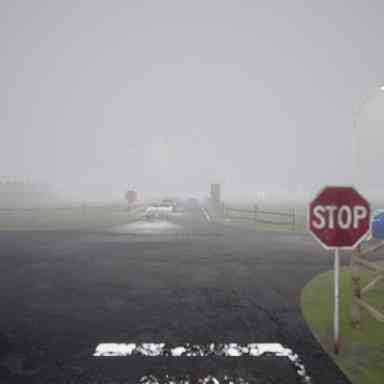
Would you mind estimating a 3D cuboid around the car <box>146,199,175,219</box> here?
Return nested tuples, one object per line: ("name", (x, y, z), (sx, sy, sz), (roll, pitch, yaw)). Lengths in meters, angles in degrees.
("car", (-2.830, 1.597, 29.419), (1.895, 1.301, 4.718), (0, 0, 1))

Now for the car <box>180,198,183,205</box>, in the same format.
("car", (-2.744, 1.557, 48.710), (1.994, 1.385, 4.181), (0, 0, 1))

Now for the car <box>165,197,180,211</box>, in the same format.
("car", (-2.777, 1.473, 38.902), (1.882, 1.535, 5.008), (0, 0, 0))

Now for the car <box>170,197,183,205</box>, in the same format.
("car", (-2.694, 1.555, 58.721), (1.994, 1.385, 4.181), (0, 0, 0))

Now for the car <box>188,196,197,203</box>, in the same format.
("car", (0.120, 1.582, 71.859), (1.895, 1.301, 4.718), (0, 0, 0))

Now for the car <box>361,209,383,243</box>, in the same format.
("car", (9.491, 1.562, 16.168), (5.008, 1.535, 1.882), (0, 0, -2))

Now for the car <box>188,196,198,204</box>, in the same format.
("car", (0.178, 1.468, 61.719), (1.882, 1.535, 5.008), (0, 0, 0))
